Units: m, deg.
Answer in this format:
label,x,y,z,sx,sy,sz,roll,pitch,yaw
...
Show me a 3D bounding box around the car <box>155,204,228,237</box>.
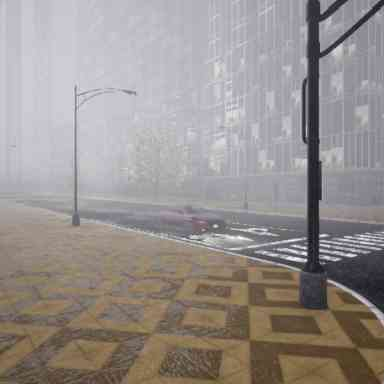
label,x,y,z,sx,sy,sz,roll,pitch,yaw
car,-0.139,1.334,16.799,1.994,1.385,4.181,0,1,-38
